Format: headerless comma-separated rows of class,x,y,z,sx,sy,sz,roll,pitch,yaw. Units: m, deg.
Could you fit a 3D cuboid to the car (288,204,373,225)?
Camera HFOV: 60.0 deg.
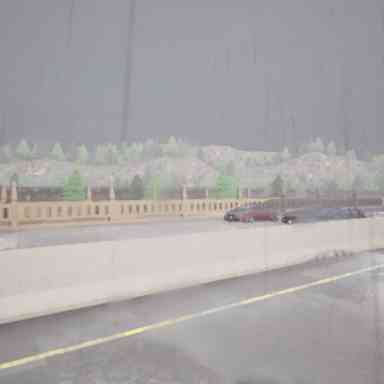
car,7.971,1.548,18.250,5.357,1.411,2.033,0,0,-35

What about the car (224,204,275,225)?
car,4.348,1.565,24.210,4.181,1.385,1.994,0,0,-35

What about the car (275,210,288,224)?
car,8.499,1.549,22.885,5.357,1.411,2.033,0,0,-35
